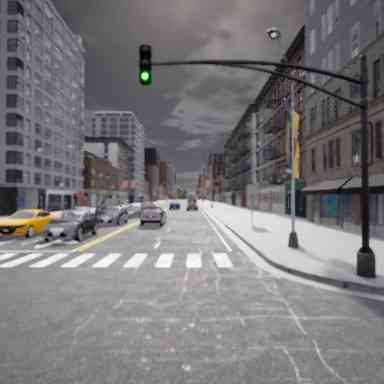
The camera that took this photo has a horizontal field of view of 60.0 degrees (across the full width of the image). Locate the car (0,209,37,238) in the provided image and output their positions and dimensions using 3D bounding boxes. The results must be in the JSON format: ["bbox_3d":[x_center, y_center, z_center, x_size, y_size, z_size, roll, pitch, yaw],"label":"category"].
[{"bbox_3d":[-9.847,1.812,20.136,1.882,1.535,5.008,0,-1,0],"label":"car"}]

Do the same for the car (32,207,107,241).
[{"bbox_3d":[-6.594,1.799,18.597,2.128,1.511,4.902,0,-1,0],"label":"car"}]

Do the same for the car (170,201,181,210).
[{"bbox_3d":[-3.168,2.475,62.421,1.882,1.535,5.008,0,-1,0],"label":"car"}]

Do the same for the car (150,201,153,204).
[{"bbox_3d":[-6.504,2.127,48.054,2.097,1.767,4.553,0,-1,0],"label":"car"}]

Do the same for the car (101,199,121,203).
[{"bbox_3d":[-9.753,1.867,39.727,2.150,2.045,5.566,0,-1,0],"label":"car"}]

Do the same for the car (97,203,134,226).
[{"bbox_3d":[-6.576,1.949,27.951,2.128,1.511,4.902,0,-1,0],"label":"car"}]

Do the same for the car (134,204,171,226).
[{"bbox_3d":[-3.152,2.000,27.790,2.033,1.411,5.357,0,-1,0],"label":"car"}]

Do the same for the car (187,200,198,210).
[{"bbox_3d":[0.069,2.526,57.893,1.895,1.301,4.718,0,-1,0],"label":"car"}]

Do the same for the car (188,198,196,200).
[{"bbox_3d":[-0.006,2.474,78.511,2.150,2.045,5.566,0,-1,0],"label":"car"}]

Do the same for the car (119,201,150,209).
[{"bbox_3d":[-6.504,2.105,37.820,2.128,1.511,4.902,0,-1,0],"label":"car"}]
